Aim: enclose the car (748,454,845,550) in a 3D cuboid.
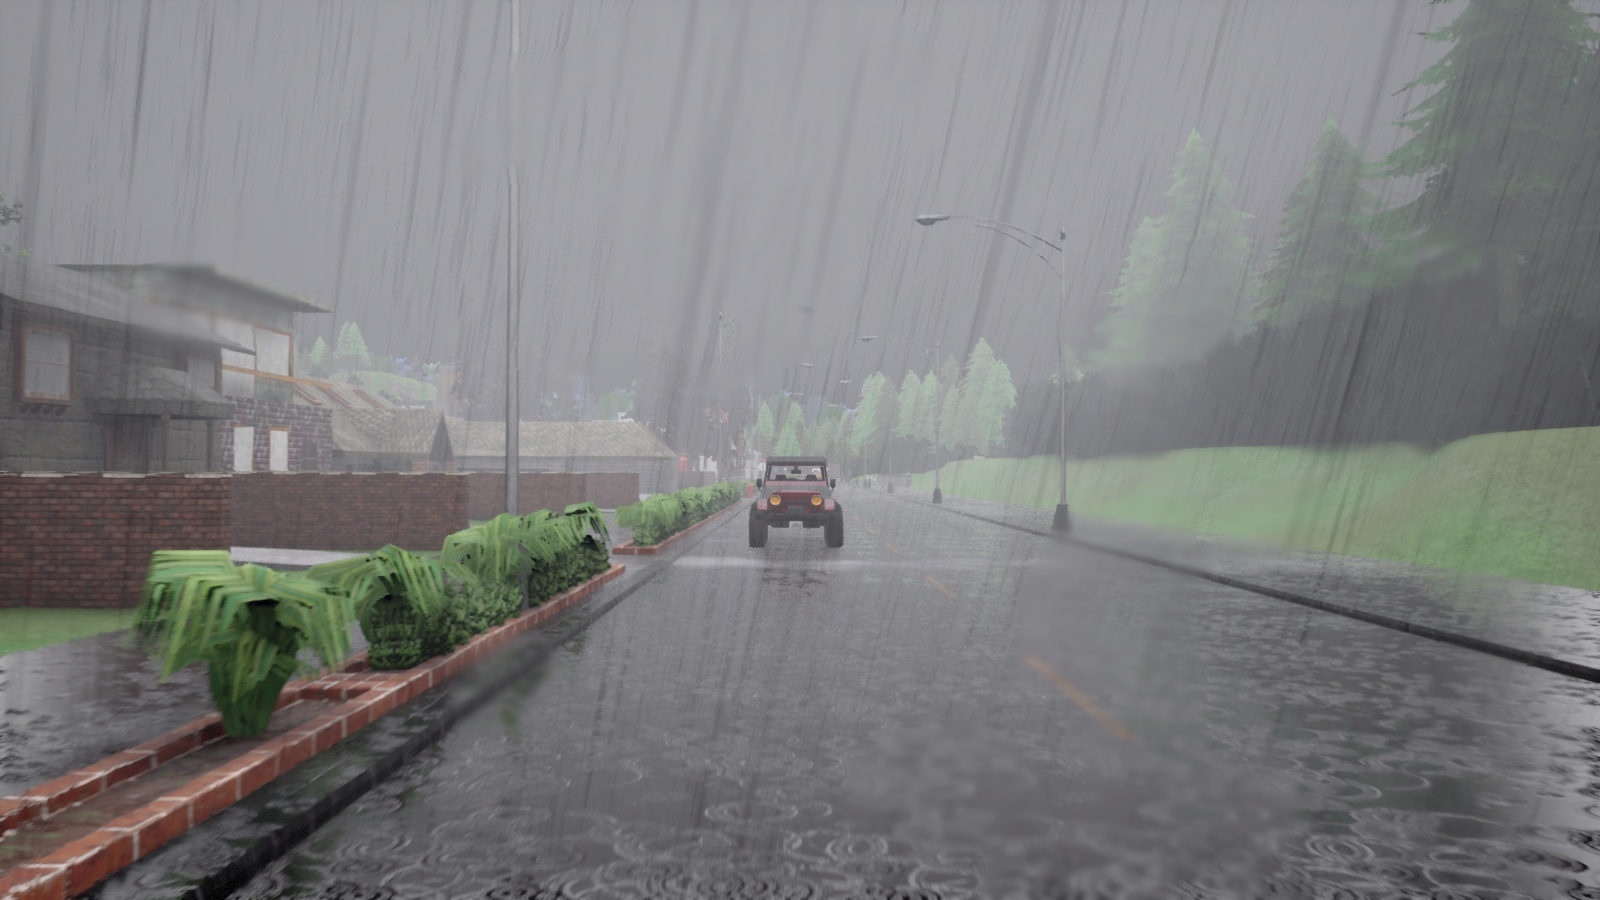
[{"bbox_3d":[-0.071,1.057,26.682,1.905,1.878,3.866,0,-1,0],"label":"car"}]
